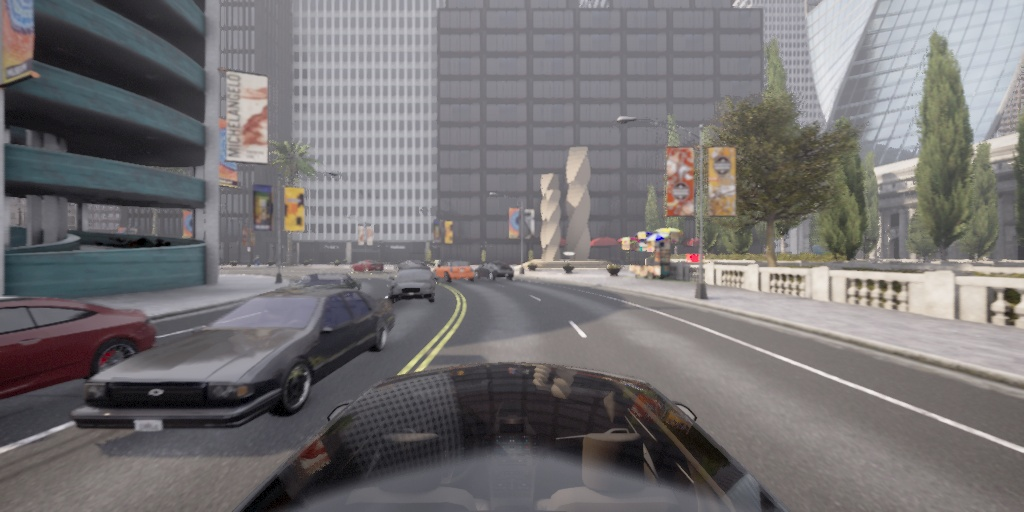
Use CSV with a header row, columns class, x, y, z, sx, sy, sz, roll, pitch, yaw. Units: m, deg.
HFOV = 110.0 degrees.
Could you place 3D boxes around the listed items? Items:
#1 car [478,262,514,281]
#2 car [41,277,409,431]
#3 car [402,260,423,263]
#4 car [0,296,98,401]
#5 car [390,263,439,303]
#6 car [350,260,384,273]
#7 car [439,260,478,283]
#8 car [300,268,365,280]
class,x,y,z,sx,sy,sz,roll,pitch,yaw
car,-1.561,1.251,30.079,1.837,1.490,4.892,0,0,-29
car,-3.625,1.299,6.230,2.033,1.411,5.357,0,0,0
car,-12.301,1.240,43.384,4.902,1.511,2.128,0,0,41
car,-7.126,1.278,4.380,1.812,1.442,4.674,0,0,0
car,-4.469,1.254,16.636,1.837,1.490,4.892,0,0,-11
car,-17.402,1.228,42.971,5.008,1.535,1.882,0,0,37
car,-4.703,1.099,28.492,2.097,1.767,4.553,0,0,-28
car,-7.625,1.352,14.521,1.895,1.301,4.718,0,0,-10
